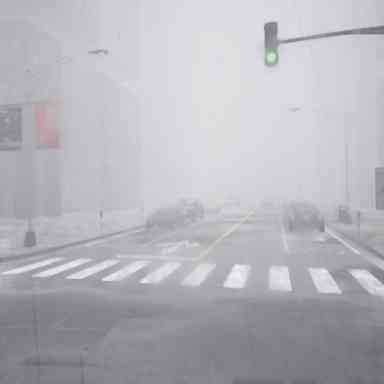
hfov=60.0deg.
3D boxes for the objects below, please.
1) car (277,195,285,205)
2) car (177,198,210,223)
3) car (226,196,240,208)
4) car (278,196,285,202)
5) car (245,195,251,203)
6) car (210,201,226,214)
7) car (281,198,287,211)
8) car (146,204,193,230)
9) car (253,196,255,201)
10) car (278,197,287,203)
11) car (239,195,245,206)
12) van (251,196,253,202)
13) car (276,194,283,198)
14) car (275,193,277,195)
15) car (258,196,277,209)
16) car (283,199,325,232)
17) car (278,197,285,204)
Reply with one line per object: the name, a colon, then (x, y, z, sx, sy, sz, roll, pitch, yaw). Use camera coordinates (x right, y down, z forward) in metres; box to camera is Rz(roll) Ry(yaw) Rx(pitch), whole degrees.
car: (14.554, 1.636, 51.650, 1.752, 1.417, 4.829, -1, 0, 14)
car: (-0.294, 1.457, 27.215, 2.192, 1.841, 5.009, -1, 0, 14)
car: (6.242, 1.811, 53.545, 1.802, 1.307, 4.206, -1, 0, 14)
car: (22.392, 1.759, 83.242, 1.752, 1.417, 4.829, -1, 0, 14)
car: (11.468, 1.855, 74.610, 1.887, 1.381, 4.507, -1, 0, 14)
car: (2.282, 1.700, 37.581, 1.752, 1.417, 4.829, -1, 0, 14)
car: (7.981, 1.463, 25.158, 1.967, 1.590, 4.097, -1, 0, 14)
car: (-1.596, 1.692, 21.947, 1.947, 1.339, 4.313, -1, 0, 14)
car: (15.386, 1.813, 90.411, 1.967, 1.590, 4.097, -1, 0, 14)
car: (19.737, 1.736, 72.547, 1.887, 1.381, 4.507, -1, 0, 14)
car: (7.545, 1.564, 58.813, 2.192, 1.841, 5.009, -1, 0, 14)
van: (14.077, 1.694, 85.145, 1.690, 1.788, 3.998, -1, 0, 14)
car: (16.804, 1.633, 62.379, 1.882, 1.535, 5.008, -1, 0, 14)
car: (23.653, 1.569, 88.344, 2.192, 1.841, 5.009, -1, 0, 14)
car: (10.542, 1.633, 46.527, 1.837, 1.490, 4.892, -1, 0, 14)
car: (6.675, 1.447, 19.893, 1.967, 1.590, 4.097, -1, 0, 14)
car: (11.901, 1.618, 40.954, 1.887, 1.381, 4.507, -1, 0, 14)
